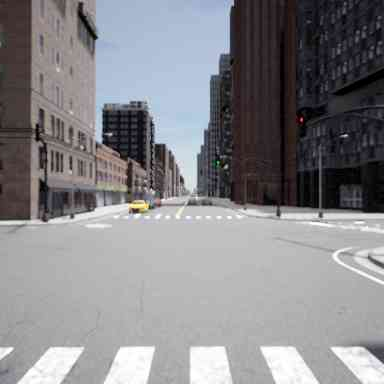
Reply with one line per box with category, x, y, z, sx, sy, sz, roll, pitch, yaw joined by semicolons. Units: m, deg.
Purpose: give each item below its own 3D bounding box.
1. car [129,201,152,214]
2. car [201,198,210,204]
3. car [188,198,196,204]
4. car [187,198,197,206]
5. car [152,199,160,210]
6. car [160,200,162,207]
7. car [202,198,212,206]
car;-6.586;1.840;41.354;1.882;1.535;5.008;0;0;0
car;3.272;2.189;80.555;2.128;1.511;4.902;0;0;0
car;0.023;2.253;81.296;1.994;1.385;4.181;0;0;0
car;0.044;2.134;70.982;2.128;1.511;4.902;0;0;0
car;-6.569;2.007;50.602;1.994;1.385;4.181;0;0;1
car;-6.546;2.010;61.024;1.882;1.535;5.008;0;0;0
car;3.270;2.132;70.135;2.128;1.511;4.902;0;0;0
